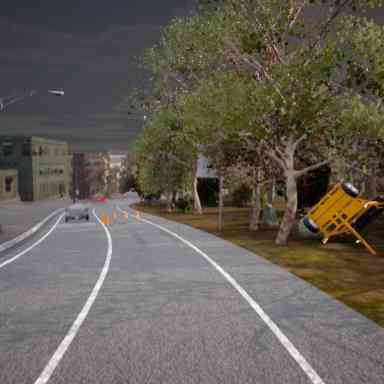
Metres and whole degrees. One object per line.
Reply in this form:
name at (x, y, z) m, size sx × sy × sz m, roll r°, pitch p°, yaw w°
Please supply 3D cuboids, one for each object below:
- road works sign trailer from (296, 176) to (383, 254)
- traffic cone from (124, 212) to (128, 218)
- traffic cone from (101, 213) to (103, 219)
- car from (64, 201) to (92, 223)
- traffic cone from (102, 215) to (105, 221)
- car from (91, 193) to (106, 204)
road works sign trailer at (6.678, 1.185, 13.369) m, size 3.560 × 2.380 × 2.880 m, roll 0°, pitch 46°, yaw -45°
traffic cone at (-5.855, 1.995, 29.505) m, size 0.340 × 0.580 × 0.340 m, roll -2°, pitch 0°, yaw -18°
traffic cone at (-6.519, 2.035, 25.093) m, size 0.340 × 0.580 × 0.340 m, roll -2°, pitch 0°, yaw -18°
car at (-9.482, 1.681, 27.498) m, size 1.812 × 1.442 × 4.674 m, roll -2°, pitch 0°, yaw -19°
traffic cone at (-5.903, 2.025, 23.192) m, size 0.340 × 0.580 × 0.340 m, roll -2°, pitch 0°, yaw -18°
car at (-18.672, 1.319, 66.539) m, size 2.150 × 2.045 × 5.566 m, roll 0°, pitch 0°, yaw -5°
